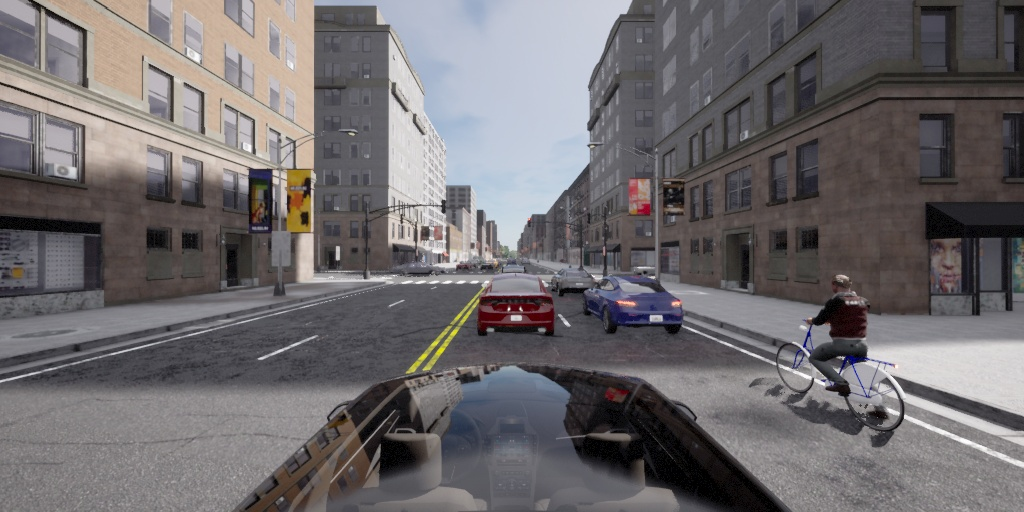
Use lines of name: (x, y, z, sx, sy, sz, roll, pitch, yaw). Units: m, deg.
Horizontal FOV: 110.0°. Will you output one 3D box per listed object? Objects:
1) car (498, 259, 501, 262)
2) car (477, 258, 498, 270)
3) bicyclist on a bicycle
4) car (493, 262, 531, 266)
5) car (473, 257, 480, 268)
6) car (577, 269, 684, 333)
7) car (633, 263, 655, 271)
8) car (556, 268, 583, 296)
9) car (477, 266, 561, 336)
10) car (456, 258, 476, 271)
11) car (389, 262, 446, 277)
car: (-3.381, 1.246, 59.809, 1.882, 1.535, 5.008, 0, 0, 0)
car: (-3.383, 1.367, 50.417, 1.895, 1.301, 4.718, 0, 0, 0)
bicyclist on a bicycle: (4.144, 1.121, 4.712, 0.659, 1.776, 1.843, 0, 0, 0)
car: (0.086, 1.259, 19.935, 1.837, 1.490, 4.892, 0, 0, 0)
car: (-6.634, 1.274, 59.468, 1.837, 1.490, 4.892, 0, 0, 0)
car: (3.339, 1.277, 10.591, 1.812, 1.442, 4.674, 0, 0, 0)
car: (15.022, 1.410, 37.172, 4.718, 1.301, 1.895, 0, 0, 1)
car: (3.236, 1.317, 19.190, 1.994, 1.385, 4.181, 0, 0, 0)
car: (0.095, 1.229, 10.452, 1.882, 1.535, 5.008, 0, 0, 0)
car: (-6.644, 1.367, 50.366, 1.895, 1.301, 4.718, 0, 0, 0)
car: (-9.154, 1.299, 35.186, 5.357, 1.411, 2.033, 0, 0, -11)
